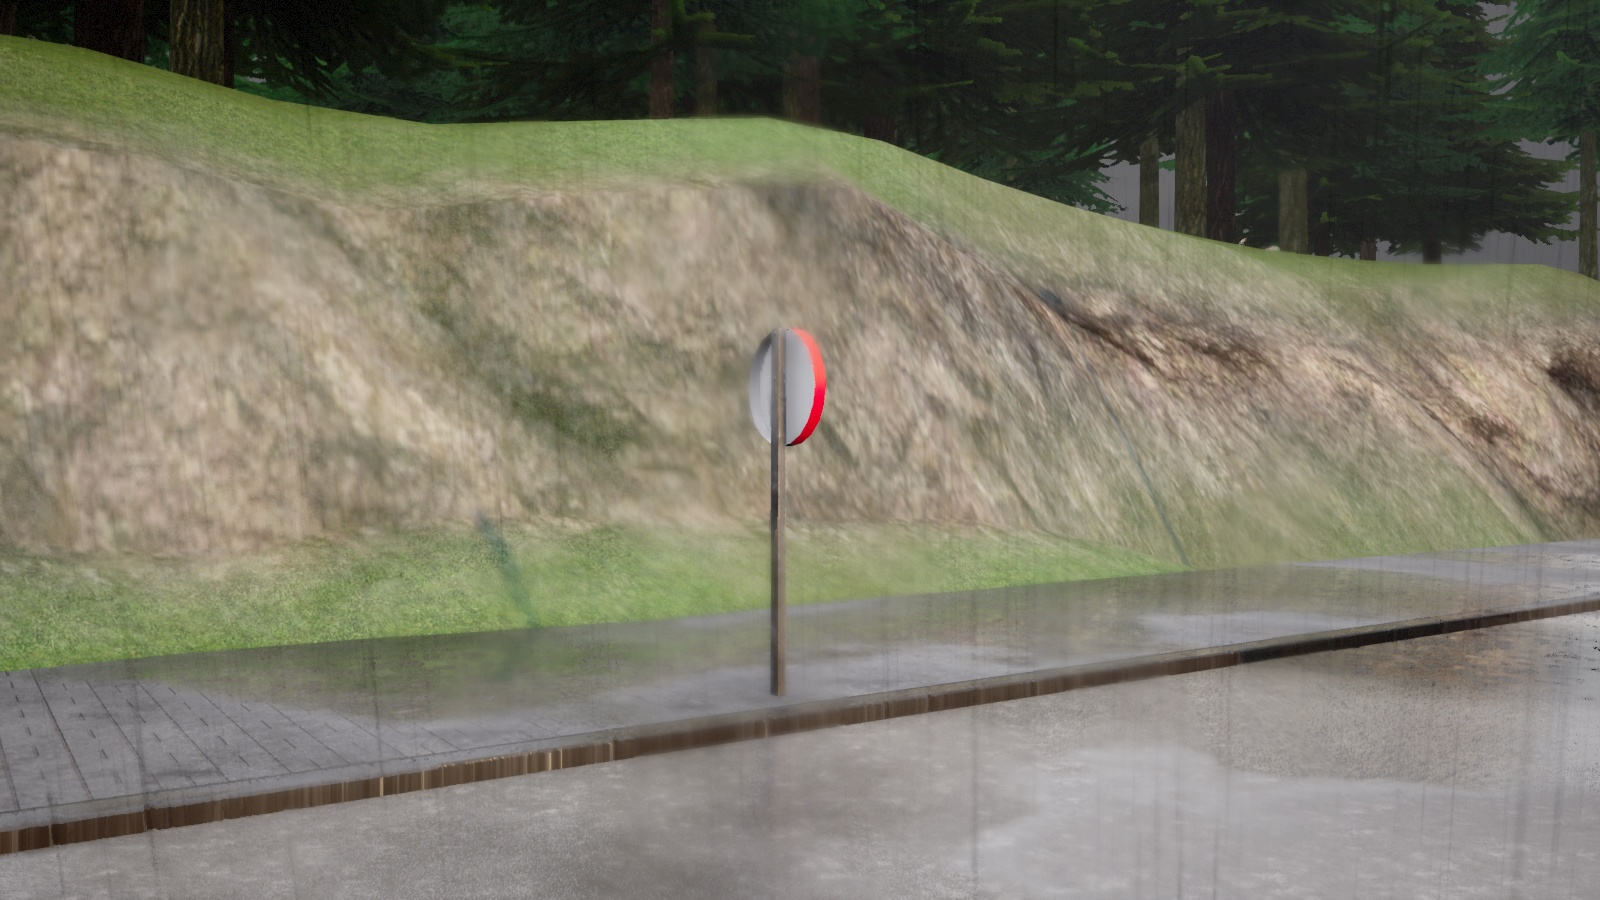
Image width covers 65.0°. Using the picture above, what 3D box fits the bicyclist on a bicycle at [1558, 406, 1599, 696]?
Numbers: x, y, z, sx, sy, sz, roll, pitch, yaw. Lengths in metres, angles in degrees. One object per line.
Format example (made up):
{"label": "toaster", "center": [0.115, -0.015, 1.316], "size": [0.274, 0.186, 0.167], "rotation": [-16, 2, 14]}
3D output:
{"label": "bicyclist on a bicycle", "center": [5.730, 0.623, 8.111], "size": [1.843, 1.776, 0.659], "rotation": [0, 0, -32]}
